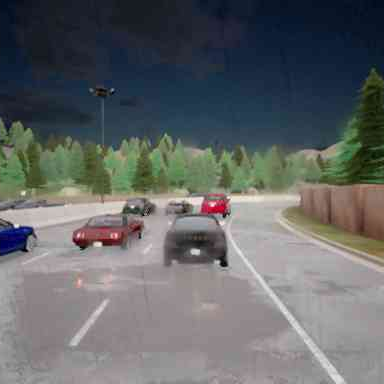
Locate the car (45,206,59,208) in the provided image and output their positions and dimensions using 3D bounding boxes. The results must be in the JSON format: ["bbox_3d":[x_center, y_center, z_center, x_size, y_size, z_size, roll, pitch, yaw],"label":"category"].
[{"bbox_3d":[-12.409,1.572,29.098,1.895,1.301,4.718,0,0,10],"label":"car"}]

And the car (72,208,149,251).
[{"bbox_3d":[-3.278,1.586,14.106,1.895,1.301,4.718,0,0,2],"label":"car"}]

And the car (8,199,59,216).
[{"bbox_3d":[-15.270,1.476,32.430,1.837,1.490,4.892,0,-1,13],"label":"car"}]

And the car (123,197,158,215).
[{"bbox_3d":[-4.711,1.318,30.707,2.097,1.767,4.553,0,0,11],"label":"car"}]

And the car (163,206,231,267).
[{"bbox_3d":[0.144,1.464,11.448,1.882,1.535,5.008,0,0,1],"label":"car"}]

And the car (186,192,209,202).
[{"bbox_3d":[1.285,1.135,71.368,2.150,2.045,5.566,0,0,35],"label":"car"}]

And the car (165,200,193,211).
[{"bbox_3d":[-1.095,1.455,30.956,2.128,1.511,4.902,0,0,12],"label":"car"}]

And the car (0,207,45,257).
[{"bbox_3d":[-6.867,1.468,10.600,1.882,1.535,5.008,0,0,1],"label":"car"}]

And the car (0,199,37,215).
[{"bbox_3d":[-18.420,1.475,34.367,1.837,1.490,4.892,0,-1,13],"label":"car"}]

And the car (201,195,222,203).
[{"bbox_3d":[4.116,1.369,69.298,1.882,1.535,5.008,0,0,35],"label":"car"}]

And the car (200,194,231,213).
[{"bbox_3d":[2.233,1.185,30.027,2.150,2.045,5.566,0,0,12],"label":"car"}]
